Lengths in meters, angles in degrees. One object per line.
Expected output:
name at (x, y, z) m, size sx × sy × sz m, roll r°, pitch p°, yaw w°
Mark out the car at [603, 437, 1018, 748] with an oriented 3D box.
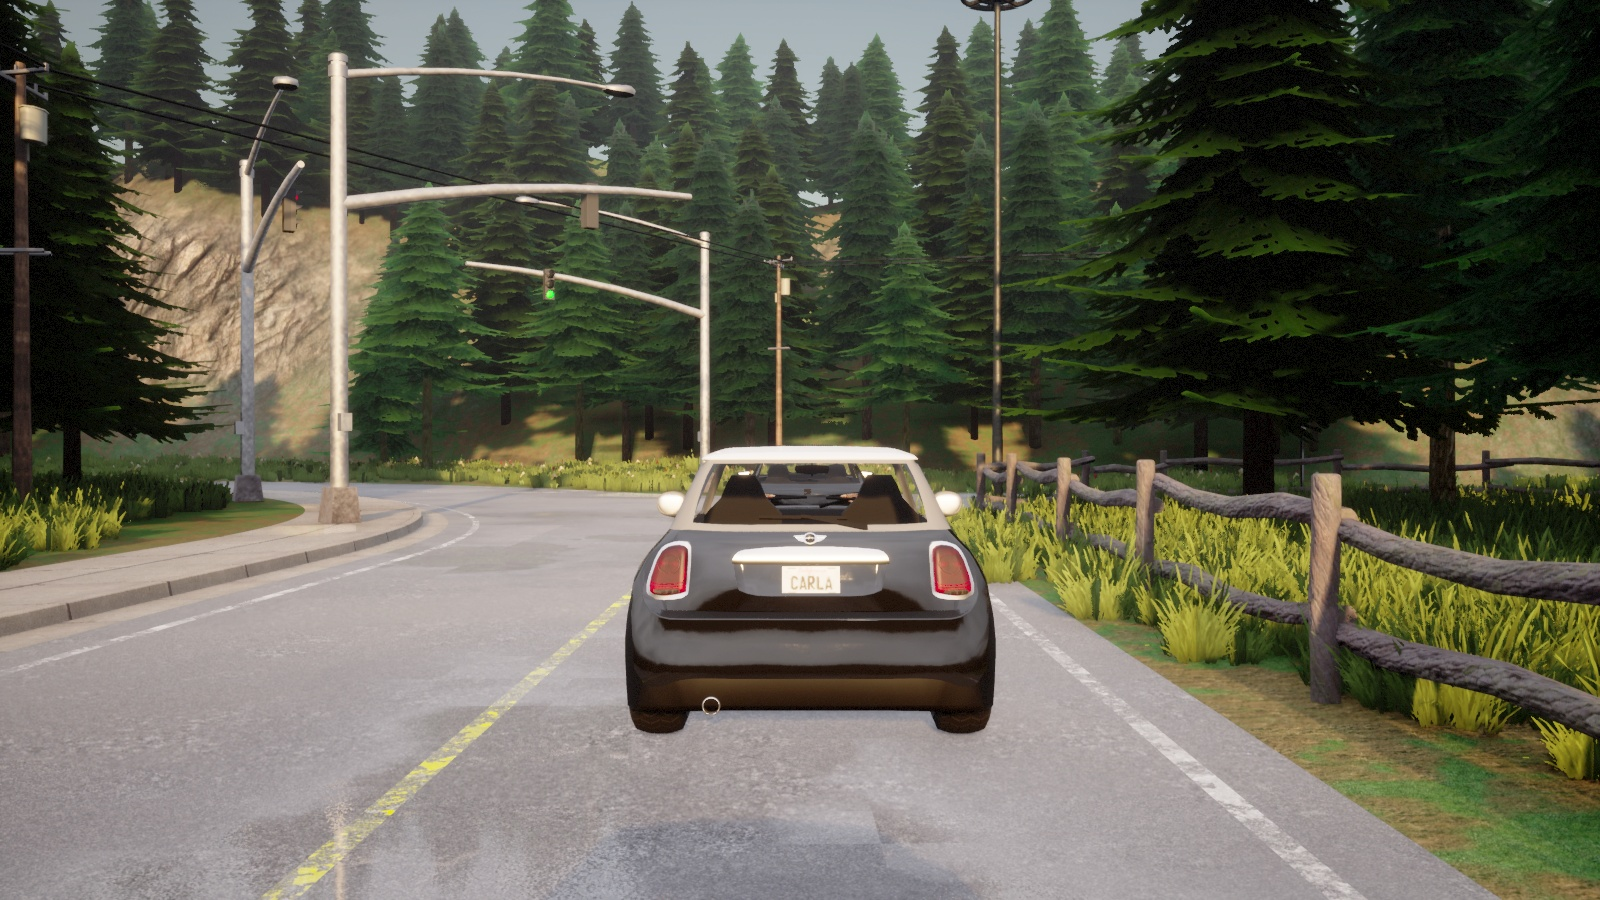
car at (0.058, 0.668, 7.864) m, size 1.970 × 1.475 × 3.806 m, roll 0°, pitch 0°, yaw 0°
